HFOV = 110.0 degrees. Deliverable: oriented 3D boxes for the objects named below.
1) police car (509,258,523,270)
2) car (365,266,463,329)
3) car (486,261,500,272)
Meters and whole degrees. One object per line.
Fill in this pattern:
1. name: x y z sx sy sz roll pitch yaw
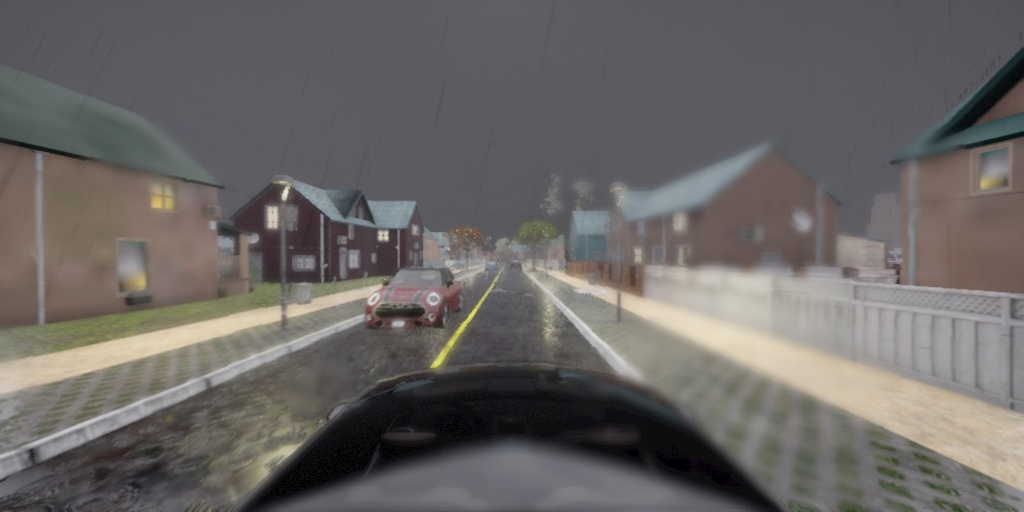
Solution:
1. police car: 0.814 1.471 60.778 1.930 1.638 5.238 0 0 0
2. car: -2.851 1.130 11.314 2.097 1.767 4.553 0 0 0
3. car: -2.826 1.516 52.818 1.812 1.442 4.674 0 0 0
